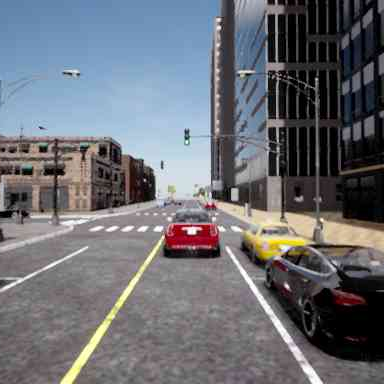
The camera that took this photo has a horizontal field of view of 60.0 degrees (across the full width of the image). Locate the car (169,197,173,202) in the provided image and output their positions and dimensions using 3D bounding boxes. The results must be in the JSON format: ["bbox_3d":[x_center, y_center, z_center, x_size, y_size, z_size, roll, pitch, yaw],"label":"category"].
[{"bbox_3d":[-5.717,2.277,72.132,1.802,1.307,4.206,1,-1,0],"label":"car"}]

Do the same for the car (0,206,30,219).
[{"bbox_3d":[-19.437,2.139,35.100,4.313,1.339,1.947,-1,-1,1],"label":"car"}]

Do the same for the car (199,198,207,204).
[{"bbox_3d":[2.658,2.329,83.363,1.752,1.417,4.829,1,-1,0],"label":"car"}]

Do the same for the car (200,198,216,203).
[{"bbox_3d":[2.677,1.921,49.986,1.967,1.590,4.097,1,-1,0],"label":"car"}]

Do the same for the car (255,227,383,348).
[{"bbox_3d":[2.664,1.628,6.396,1.947,1.339,4.313,1,-1,0],"label":"car"}]

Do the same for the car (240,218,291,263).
[{"bbox_3d":[2.833,1.643,12.209,1.752,1.417,4.829,1,-1,0],"label":"car"}]

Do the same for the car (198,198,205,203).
[{"bbox_3d":[2.652,2.454,94.262,1.887,1.381,4.507,1,-1,0],"label":"car"}]

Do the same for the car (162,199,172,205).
[{"bbox_3d":[-5.720,2.315,77.666,1.947,1.339,4.313,1,-1,0],"label":"car"}]

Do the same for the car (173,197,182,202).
[{"bbox_3d":[-3.039,2.252,73.836,2.033,1.411,5.357,0,-1,0],"label":"car"}]

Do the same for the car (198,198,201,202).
[{"bbox_3d":[2.661,2.276,77.829,1.752,1.417,4.829,1,-1,0],"label":"car"}]

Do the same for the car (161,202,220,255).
[{"bbox_3d":[-0.004,1.486,14.087,2.097,1.767,4.553,0,-1,0],"label":"car"}]

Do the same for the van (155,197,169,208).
[{"bbox_3d":[-5.708,1.929,61.066,1.690,1.788,3.998,1,-1,0],"label":"van"}]

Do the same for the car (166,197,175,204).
[{"bbox_3d":[-5.722,2.171,88.736,2.192,1.841,5.009,1,-1,0],"label":"car"}]
